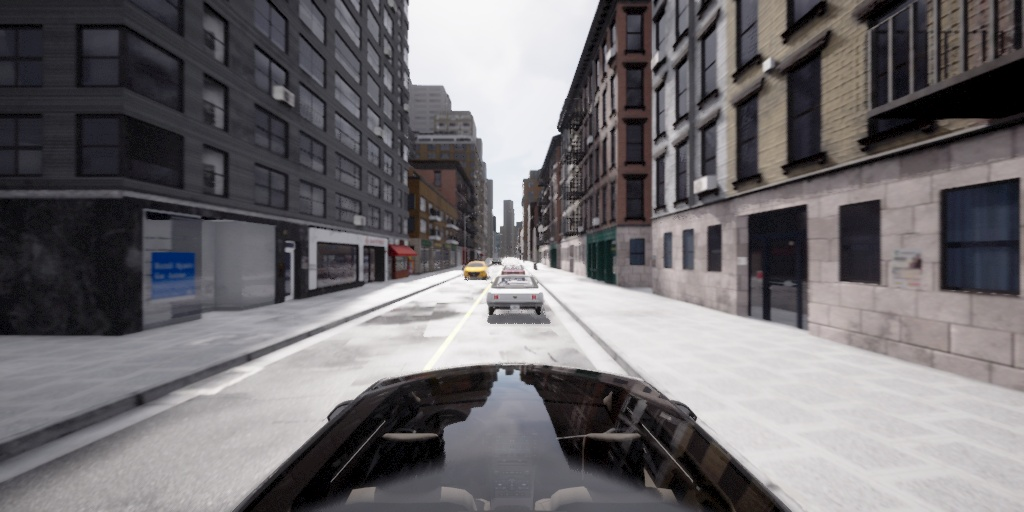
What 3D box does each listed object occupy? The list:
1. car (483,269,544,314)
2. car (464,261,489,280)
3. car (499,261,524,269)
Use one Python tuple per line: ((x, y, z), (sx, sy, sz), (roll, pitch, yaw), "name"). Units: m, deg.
((0.101, 1.352, 13.741), (1.895, 1.301, 4.718), (0, 0, 0), "car")
((-3.095, 1.226, 31.682), (1.882, 1.535, 5.008), (0, 0, 0), "car")
((0.103, 1.350, 29.846), (1.895, 1.301, 4.718), (0, 0, 0), "car")
